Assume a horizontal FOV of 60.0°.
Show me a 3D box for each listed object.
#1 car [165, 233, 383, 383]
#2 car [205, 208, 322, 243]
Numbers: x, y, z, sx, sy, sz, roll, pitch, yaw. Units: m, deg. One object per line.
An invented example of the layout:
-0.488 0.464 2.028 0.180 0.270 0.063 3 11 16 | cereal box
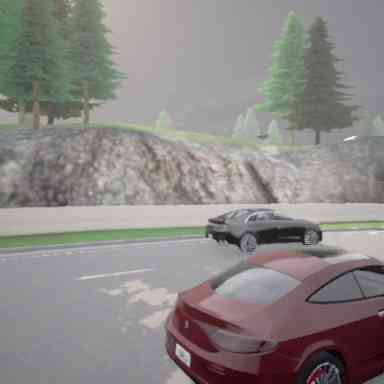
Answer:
1.910 1.493 4.547 4.674 1.442 1.812 0 0 -30 | car
2.882 1.391 12.995 4.902 1.511 2.128 0 0 -24 | car
